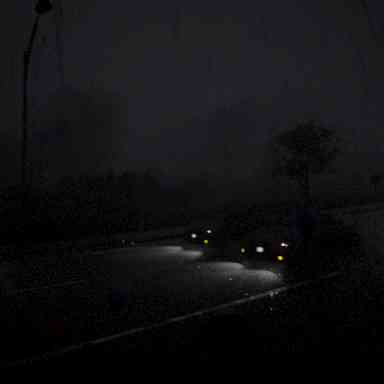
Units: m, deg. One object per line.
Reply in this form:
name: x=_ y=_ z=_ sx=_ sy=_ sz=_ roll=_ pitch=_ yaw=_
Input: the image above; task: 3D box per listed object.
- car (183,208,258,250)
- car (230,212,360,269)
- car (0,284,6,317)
car: x=1.700 y=1.395 z=13.702 sx=4.181 sy=1.385 sz=1.994 roll=-3 pitch=2 yaw=-35
car: x=3.570 y=1.403 z=10.744 sx=4.181 sy=1.385 sz=1.994 roll=-2 pitch=1 yaw=-36
car: x=-5.513 y=1.537 z=4.311 sx=5.357 sy=1.411 sz=2.033 roll=1 pitch=0 yaw=-35
